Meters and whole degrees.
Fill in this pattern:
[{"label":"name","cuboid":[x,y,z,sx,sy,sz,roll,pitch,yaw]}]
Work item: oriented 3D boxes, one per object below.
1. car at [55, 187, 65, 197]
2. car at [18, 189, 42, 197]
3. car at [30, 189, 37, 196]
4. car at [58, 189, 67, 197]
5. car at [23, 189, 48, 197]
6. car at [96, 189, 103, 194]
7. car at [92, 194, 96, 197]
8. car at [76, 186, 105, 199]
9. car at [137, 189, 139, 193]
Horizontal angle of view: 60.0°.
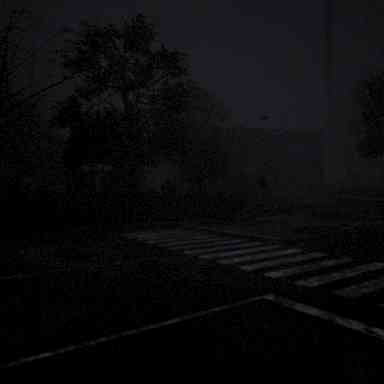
[{"label":"car","cuboid":[-26.369,0.070,68.976,2.435,2.045,5.566,0,2,18]},{"label":"car","cuboid":[-38.006,0.158,78.240,2.097,1.535,5.008,0,3,19]},{"label":"car","cuboid":[-33.390,0.110,74.490,2.185,1.767,4.553,0,2,18]},{"label":"car","cuboid":[-24.009,0.359,67.167,2.163,1.488,4.792,-1,2,17]},{"label":"car","cuboid":[-35.754,0.202,76.197,1.946,1.575,5.366,0,3,19]},{"label":"car","cuboid":[-14.530,0.134,59.984,2.185,1.767,4.553,-2,1,16]},{"label":"car","cuboid":[-16.941,0.295,61.613,1.946,1.575,5.366,-1,2,17]},{"label":"car","cuboid":[-19.278,0.062,63.608,2.435,2.045,5.566,-2,2,17]},{"label":"car","cuboid":[-9.747,-0.073,56.452,2.435,2.045,5.566,-1,2,16]}]
